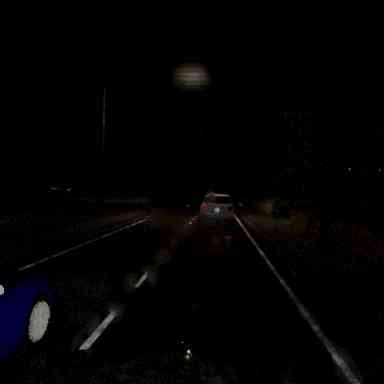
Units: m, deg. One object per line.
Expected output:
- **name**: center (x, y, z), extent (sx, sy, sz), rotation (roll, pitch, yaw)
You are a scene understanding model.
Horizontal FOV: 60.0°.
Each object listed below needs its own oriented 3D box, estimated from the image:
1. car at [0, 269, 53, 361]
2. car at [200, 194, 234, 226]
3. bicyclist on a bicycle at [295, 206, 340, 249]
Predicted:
- **car**: center (-3.164, 1.406, 3.159), extent (1.882, 1.535, 5.008), rotation (1, 0, 3)
- **car**: center (1.766, 1.175, 23.245), extent (2.150, 2.045, 5.566), rotation (1, 0, 4)
- **bicyclist on a bicycle**: center (4.750, 1.357, 12.556), extent (1.656, 1.620, 0.582), rotation (1, 0, 4)
